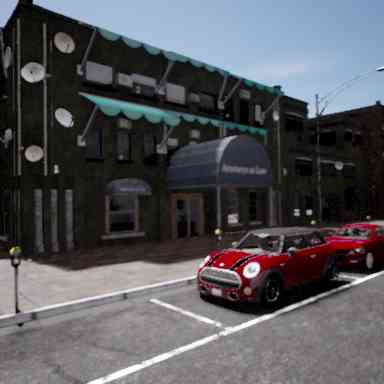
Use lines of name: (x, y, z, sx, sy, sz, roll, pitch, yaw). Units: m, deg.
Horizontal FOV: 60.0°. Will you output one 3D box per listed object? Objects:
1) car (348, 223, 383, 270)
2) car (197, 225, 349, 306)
car: (6.237, 1.857, 12.231, 4.507, 1.381, 1.887, 1, -3, -41)
car: (2.043, 1.690, 8.600, 4.097, 1.590, 1.967, 1, -3, -41)
